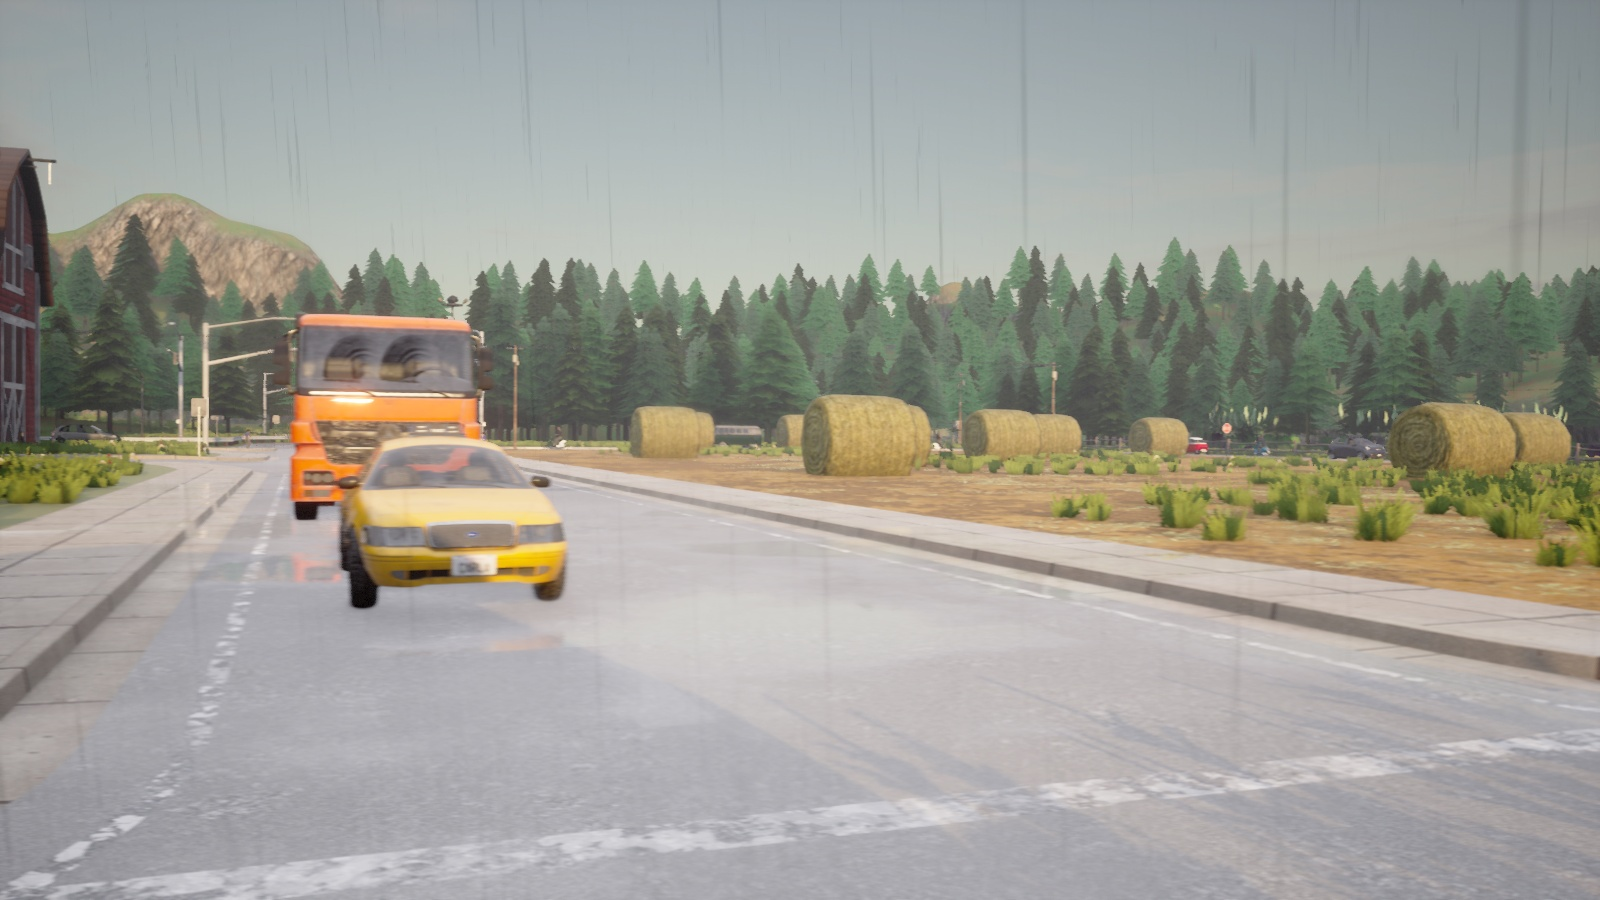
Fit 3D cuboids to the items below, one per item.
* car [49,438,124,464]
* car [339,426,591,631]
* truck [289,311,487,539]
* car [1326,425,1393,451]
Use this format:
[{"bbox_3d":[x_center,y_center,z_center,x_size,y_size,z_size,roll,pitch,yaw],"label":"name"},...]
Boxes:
[{"bbox_3d":[-46.648,0.077,82.152,3.988,1.617,1.851,-1,1,-21],"label":"car"},{"bbox_3d":[-3.578,0.582,12.588,1.801,1.575,5.366,-1,1,-22],"label":"car"},{"bbox_3d":[-7.846,-0.442,23.276,2.891,3.462,7.936,-1,1,-22],"label":"truck"},{"bbox_3d":[34.545,-0.749,77.661,1.845,1.501,3.633,-1,1,-18],"label":"car"}]
